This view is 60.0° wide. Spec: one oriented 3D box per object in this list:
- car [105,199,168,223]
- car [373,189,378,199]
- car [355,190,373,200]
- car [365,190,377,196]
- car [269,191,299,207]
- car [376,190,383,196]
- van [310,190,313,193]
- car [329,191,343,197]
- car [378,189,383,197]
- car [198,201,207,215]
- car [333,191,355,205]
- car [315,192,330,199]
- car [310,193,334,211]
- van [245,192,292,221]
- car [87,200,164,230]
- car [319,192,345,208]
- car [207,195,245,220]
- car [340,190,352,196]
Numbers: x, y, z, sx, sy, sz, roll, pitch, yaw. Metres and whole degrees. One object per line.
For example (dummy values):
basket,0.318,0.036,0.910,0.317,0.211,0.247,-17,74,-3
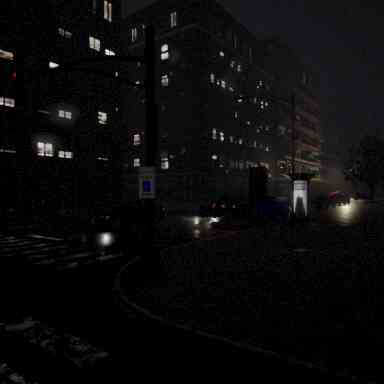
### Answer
car,-3.871,1.283,23.960,1.887,1.381,4.507,1,1,36
car,31.937,0.590,60.535,1.887,1.381,4.507,1,1,36
car,28.652,0.563,55.934,1.967,1.590,4.097,1,1,36
car,44.183,0.216,82.110,1.994,1.385,4.181,0,1,36
car,11.502,0.775,41.206,2.097,1.767,4.553,0,1,36
car,45.077,0.315,78.932,1.802,1.307,4.206,1,1,36
van,19.102,0.536,56.117,1.690,1.788,3.998,1,1,36
car,32.227,0.428,74.499,1.887,1.381,4.507,1,1,36
car,41.792,0.356,74.333,1.887,1.381,4.507,1,1,36
car,2.443,1.115,28.572,1.882,1.535,5.008,0,1,35
car,18.797,0.923,42.138,1.947,1.339,4.313,1,1,36
car,25.664,0.621,65.311,1.802,1.307,4.206,1,1,36
car,12.226,1.078,32.939,1.947,1.339,4.313,1,1,36
van,5.657,1.008,23.736,1.690,1.788,3.998,1,1,36
car,-3.828,1.263,19.804,1.882,1.535,5.008,0,1,37
car,15.511,0.979,37.538,1.887,1.381,4.507,1,1,36
car,3.452,1.020,25.085,2.097,1.767,4.553,0,1,36
car,38.791,0.278,83.688,2.008,1.369,4.403,1,1,36
